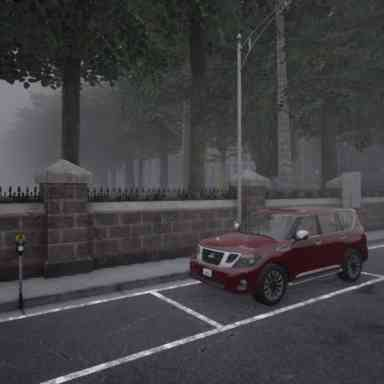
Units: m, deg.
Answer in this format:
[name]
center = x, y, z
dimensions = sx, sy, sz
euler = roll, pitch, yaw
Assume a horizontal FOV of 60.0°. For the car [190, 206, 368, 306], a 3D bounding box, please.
[car]
center = 2.359, 1.313, 8.215
dimensions = 5.009, 1.841, 2.192
euler = 0, 0, -35
